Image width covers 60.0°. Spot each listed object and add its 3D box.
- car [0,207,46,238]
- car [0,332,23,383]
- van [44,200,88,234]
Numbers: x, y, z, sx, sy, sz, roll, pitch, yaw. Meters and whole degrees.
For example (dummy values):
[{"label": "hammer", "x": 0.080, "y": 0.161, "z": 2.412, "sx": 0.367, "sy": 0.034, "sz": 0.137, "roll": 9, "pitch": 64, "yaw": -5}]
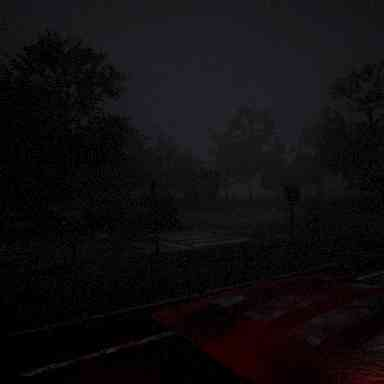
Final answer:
[{"label": "car", "x": -10.338, "y": 1.723, "z": 19.404, "sx": 2.163, "sy": 1.488, "sz": 4.792, "roll": 1, "pitch": -1, "yaw": -36}, {"label": "car", "x": -3.277, "y": 1.597, "z": 1.339, "sx": 4.718, "sy": 1.301, "sz": 1.895, "roll": 0, "pitch": 0, "yaw": -35}, {"label": "van", "x": -7.994, "y": 1.515, "z": 20.901, "sx": 1.878, "sy": 1.987, "sz": 4.442, "roll": 1, "pitch": -1, "yaw": -36}]
